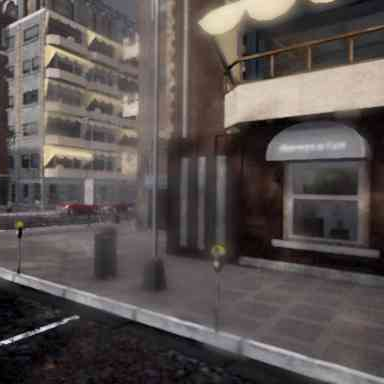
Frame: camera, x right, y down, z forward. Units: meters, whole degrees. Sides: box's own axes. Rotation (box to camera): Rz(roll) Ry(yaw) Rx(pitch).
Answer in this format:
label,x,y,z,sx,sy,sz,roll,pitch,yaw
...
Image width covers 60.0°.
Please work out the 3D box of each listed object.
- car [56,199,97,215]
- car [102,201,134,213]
label,x,y,z,sx,sy,sz,roll,pitch,yaw
car,-11.702,1.453,33.757,1.967,1.590,4.097,0,-1,34
car,-8.524,1.693,38.454,1.802,1.307,4.206,0,-1,34
